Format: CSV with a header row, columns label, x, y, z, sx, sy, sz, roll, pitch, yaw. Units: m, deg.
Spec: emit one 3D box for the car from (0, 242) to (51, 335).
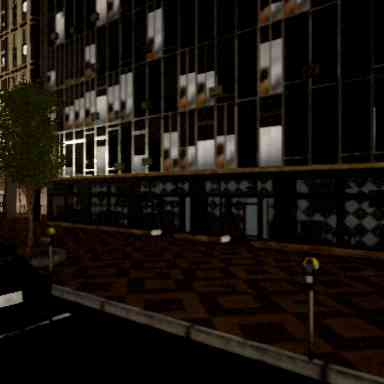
label,x,y,z,sx,sy,sz,roll,pitch,yaw
car,-4.250,1.548,5.918,4.313,1.339,1.947,0,0,36
